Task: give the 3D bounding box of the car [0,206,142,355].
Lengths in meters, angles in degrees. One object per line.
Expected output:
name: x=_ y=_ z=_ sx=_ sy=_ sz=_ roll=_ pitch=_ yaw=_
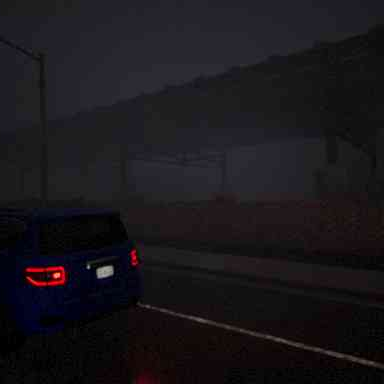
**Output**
car: x=-3.462 y=1.302 z=6.460 sx=5.566 sy=2.045 sz=2.150 roll=-1 pitch=-1 yaw=35
